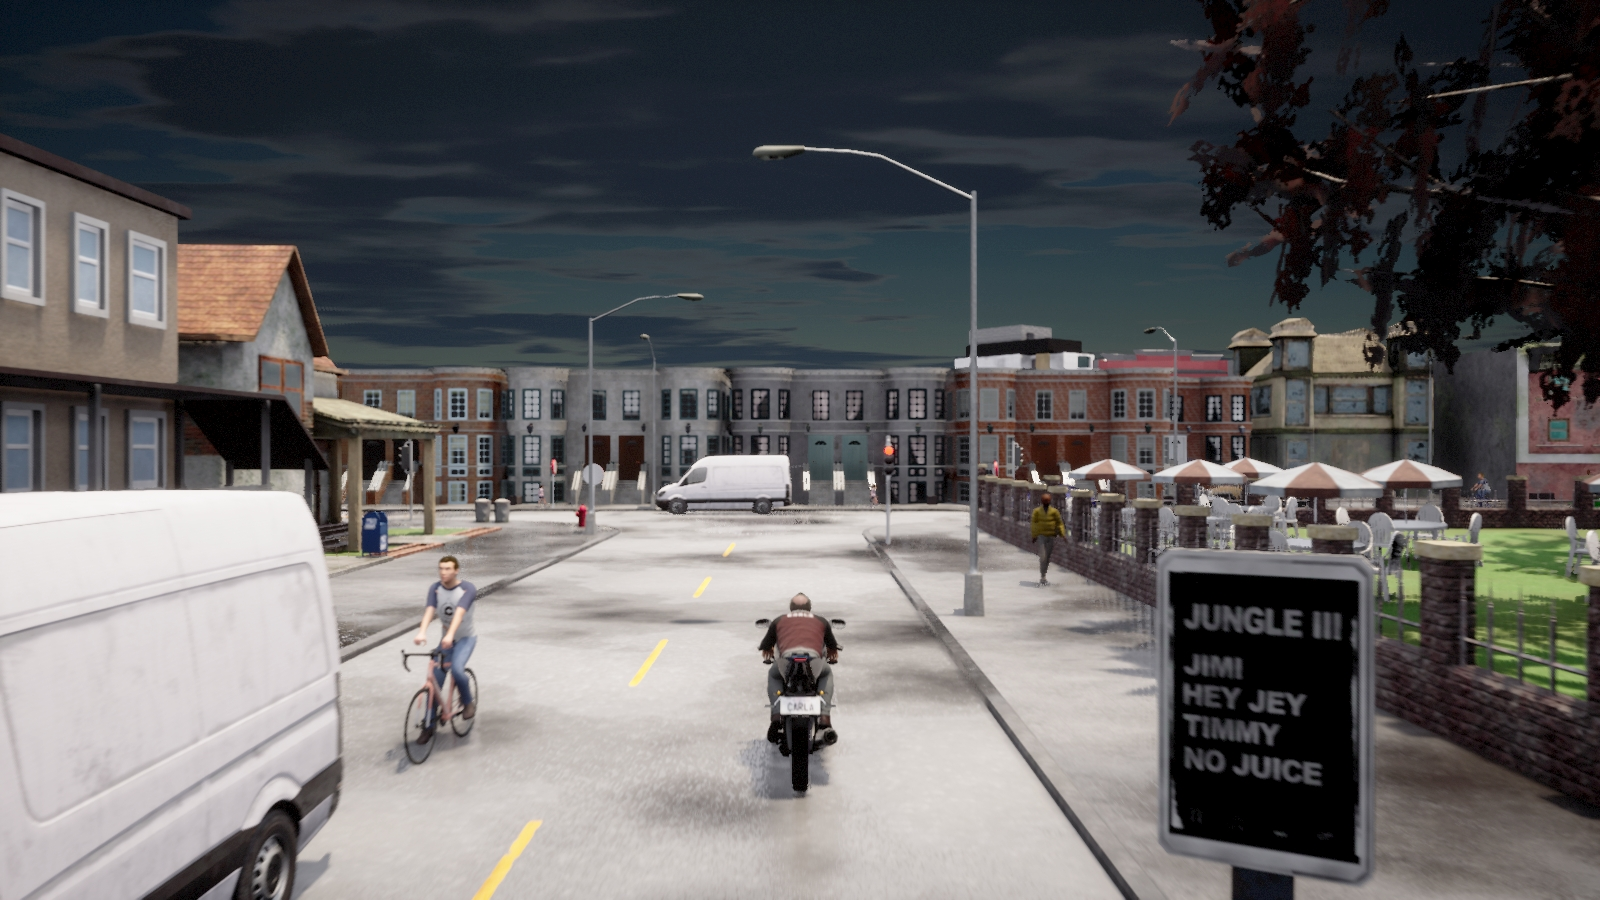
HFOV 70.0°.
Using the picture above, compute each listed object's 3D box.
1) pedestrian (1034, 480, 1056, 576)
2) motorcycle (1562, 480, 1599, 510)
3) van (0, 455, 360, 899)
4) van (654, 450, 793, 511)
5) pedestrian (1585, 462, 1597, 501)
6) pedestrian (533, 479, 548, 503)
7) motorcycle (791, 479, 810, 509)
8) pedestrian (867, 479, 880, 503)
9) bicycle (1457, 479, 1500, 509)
[{"bbox_3d":[4.822,1.523,22.488,0.375,1.860,0.375,0,0,2],"label":"pedestrian"},{"bbox_3d":[34.425,1.958,49.845,1.805,1.236,0.856,0,0,1],"label":"motorcycle"},{"bbox_3d":[-3.998,1.314,4.872,1.988,2.561,5.915,0,0,0],"label":"van"},{"bbox_3d":[-3.297,1.308,49.897,5.915,2.561,1.988,0,0,0],"label":"van"},{"bbox_3d":[38.421,1.522,55.509,0.375,1.860,0.375,0,0,11],"label":"pedestrian"},{"bbox_3d":[-12.119,1.900,53.365,0.500,1.100,0.500,0,0,35],"label":"pedestrian"},{"bbox_3d":[0.019,1.980,51.905,0.867,1.251,2.209,0,0,0],"label":"motorcycle"},{"bbox_3d":[3.440,1.900,53.453,0.500,1.100,0.500,0,0,14],"label":"pedestrian"},{"bbox_3d":[29.612,1.932,49.865,1.643,1.296,0.373,0,0,0],"label":"bicycle"}]
